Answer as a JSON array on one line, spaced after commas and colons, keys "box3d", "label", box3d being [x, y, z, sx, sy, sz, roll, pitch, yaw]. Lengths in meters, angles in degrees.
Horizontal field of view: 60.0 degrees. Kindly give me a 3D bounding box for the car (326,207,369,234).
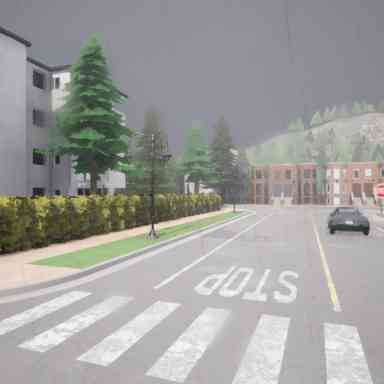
[{"box3d": [8.864, 1.557, 19.148, 1.994, 1.385, 4.181, 0, 0, 20], "label": "car"}]
